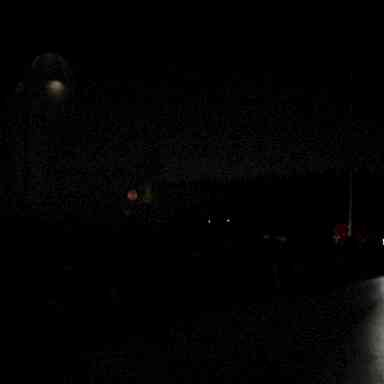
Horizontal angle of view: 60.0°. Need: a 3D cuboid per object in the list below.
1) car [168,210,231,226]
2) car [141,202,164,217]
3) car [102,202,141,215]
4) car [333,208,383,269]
[{"bbox_3d":[0.406,1.854,21.853,1.895,1.301,4.718,1,-1,-36],"label":"car"},{"bbox_3d":[-4.748,1.811,34.709,1.882,1.535,5.008,1,-1,-36],"label":"car"},{"bbox_3d":[-7.297,1.792,32.653,2.128,1.511,4.902,1,-1,-35],"label":"car"},{"bbox_3d":[6.475,1.470,11.205,2.097,1.767,4.553,-1,-1,4],"label":"car"}]
